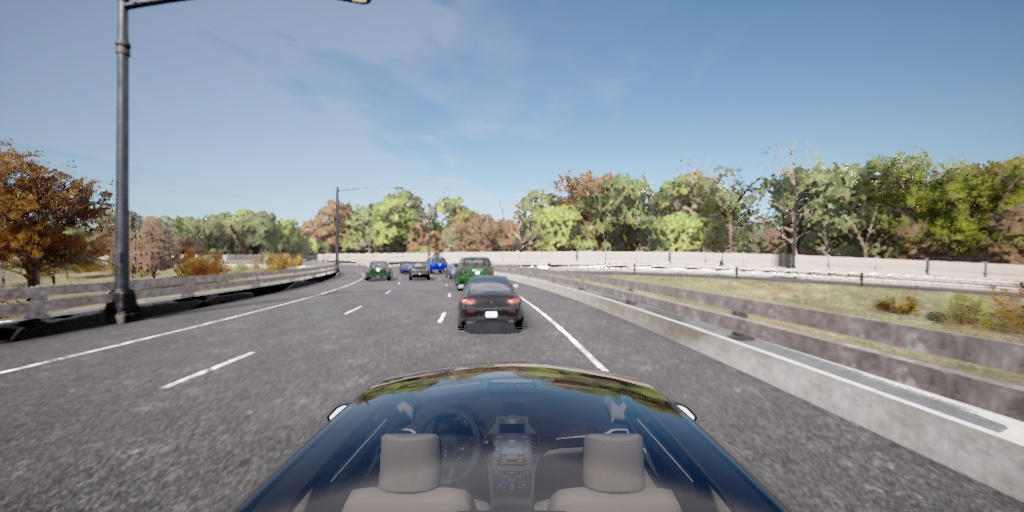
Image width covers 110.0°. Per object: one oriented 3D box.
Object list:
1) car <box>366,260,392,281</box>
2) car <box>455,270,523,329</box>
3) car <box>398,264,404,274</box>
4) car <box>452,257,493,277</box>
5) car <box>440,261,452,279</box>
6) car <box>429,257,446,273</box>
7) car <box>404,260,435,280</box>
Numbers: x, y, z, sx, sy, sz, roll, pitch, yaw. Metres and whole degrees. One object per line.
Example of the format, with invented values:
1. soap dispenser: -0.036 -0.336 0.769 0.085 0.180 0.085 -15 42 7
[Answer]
1. car: -12.284 1.274 33.262 2.097 1.767 4.553 0 0 -17
2. car: -0.733 1.326 11.363 1.812 1.442 4.674 0 0 -5
3. car: -13.133 1.547 45.190 1.994 1.385 4.181 0 0 -23
4. car: -2.466 1.080 22.940 2.150 2.045 5.566 0 -1 -11
5. car: -5.425 1.471 34.773 2.033 1.411 5.357 0 0 -17
6. car: -9.845 1.208 46.395 2.150 2.045 5.566 0 0 -22
7. car: -8.837 1.415 33.985 2.128 1.511 4.902 0 0 -17
